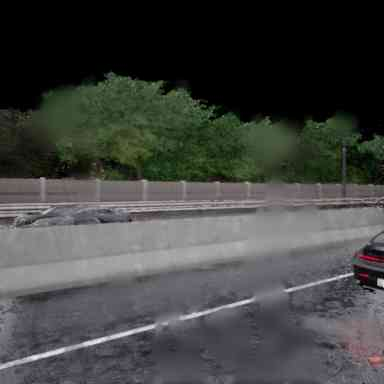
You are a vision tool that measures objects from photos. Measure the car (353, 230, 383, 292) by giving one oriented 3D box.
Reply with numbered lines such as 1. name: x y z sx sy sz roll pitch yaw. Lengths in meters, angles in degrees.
1. car: 5.677 1.500 7.732 4.892 1.490 1.837 0 0 -35

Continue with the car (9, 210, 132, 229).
1. car: -4.843 1.592 13.414 4.718 1.301 1.895 0 0 -35

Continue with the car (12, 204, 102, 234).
1. car: -7.938 1.513 19.794 4.674 1.442 1.812 0 0 -35

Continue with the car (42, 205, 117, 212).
1. car: -5.511 1.480 17.223 4.902 1.511 2.128 0 0 -35
